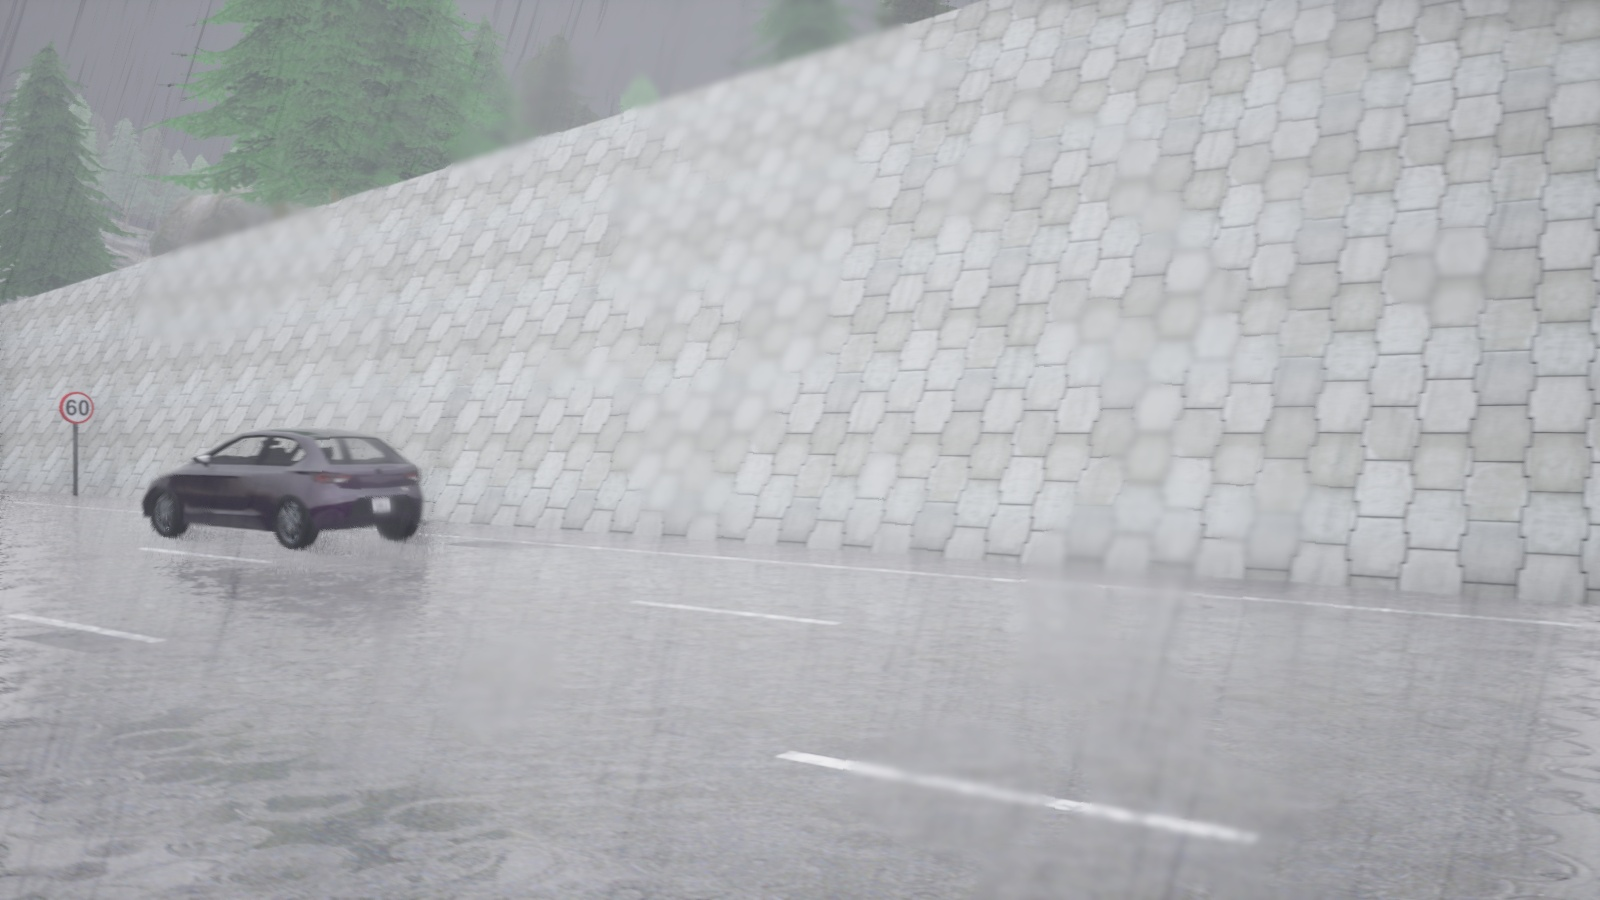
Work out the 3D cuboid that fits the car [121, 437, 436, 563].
[{"bbox_3d":[-6.962,0.581,16.652,4.193,1.474,1.816,0,1,34],"label":"car"}]
